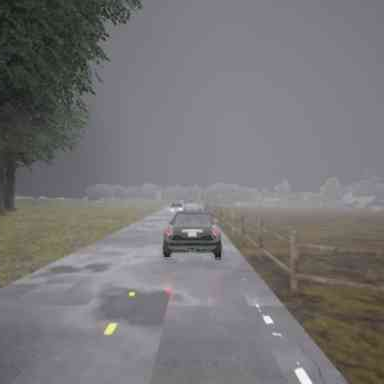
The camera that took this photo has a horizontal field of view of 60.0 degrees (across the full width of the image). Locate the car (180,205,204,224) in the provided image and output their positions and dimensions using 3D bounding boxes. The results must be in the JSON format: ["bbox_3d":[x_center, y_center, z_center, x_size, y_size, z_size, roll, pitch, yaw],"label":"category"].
[{"bbox_3d":[0.022,1.869,28.310,1.895,1.301,4.718,0,0,1],"label":"car"}]

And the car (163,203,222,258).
[{"bbox_3d":[0.024,1.493,13.488,2.097,1.767,4.553,0,-1,0],"label":"car"}]

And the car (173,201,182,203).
[{"bbox_3d":[-2.759,2.261,61.095,1.895,1.301,4.718,0,-1,0],"label":"car"}]
